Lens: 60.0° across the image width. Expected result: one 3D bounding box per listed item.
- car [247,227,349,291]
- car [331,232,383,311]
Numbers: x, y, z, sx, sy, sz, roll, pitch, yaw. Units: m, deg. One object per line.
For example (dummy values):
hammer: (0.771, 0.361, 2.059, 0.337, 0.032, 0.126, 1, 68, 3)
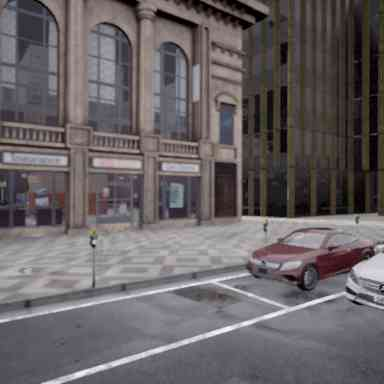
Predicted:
car: (3.385, 1.641, 9.076, 4.206, 1.307, 1.802, 1, -1, -35)
car: (5.189, 1.588, 7.071, 4.674, 1.442, 1.812, 0, 0, -35)
